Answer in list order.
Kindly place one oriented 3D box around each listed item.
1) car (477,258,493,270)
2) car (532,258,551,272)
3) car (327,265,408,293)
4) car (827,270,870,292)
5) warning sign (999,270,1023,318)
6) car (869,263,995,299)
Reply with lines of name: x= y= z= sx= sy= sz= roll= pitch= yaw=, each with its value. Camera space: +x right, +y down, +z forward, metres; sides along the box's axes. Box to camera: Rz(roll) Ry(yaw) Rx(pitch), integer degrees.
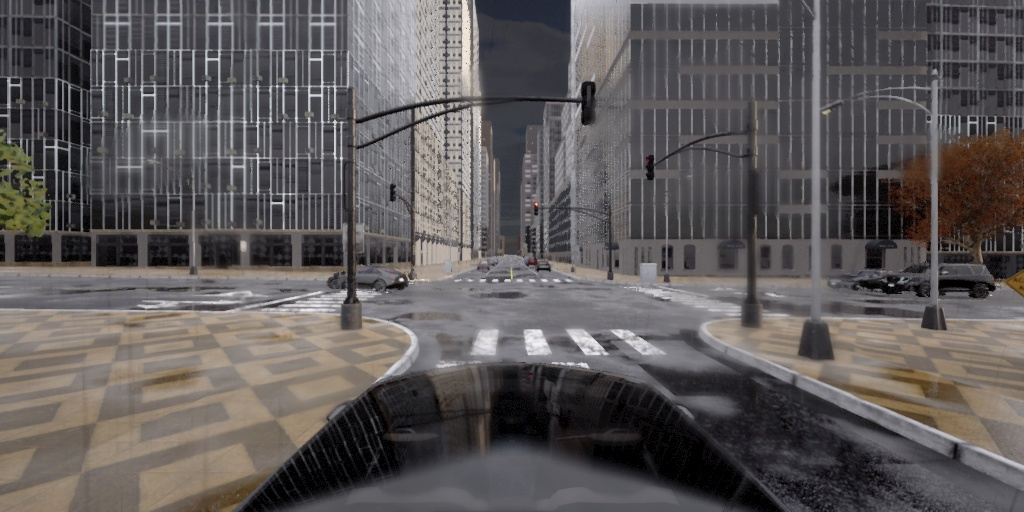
car: x=-4.028 y=1.330 z=51.190 sx=1.802 sy=1.307 sz=4.207 roll=0 pitch=0 yaw=0
car: x=3.925 y=1.318 z=45.698 sx=1.948 sy=1.339 sz=4.313 roll=0 pitch=0 yaw=0
car: x=-7.878 y=1.193 z=19.671 sx=4.181 sy=1.385 sz=1.994 roll=1 pitch=-1 yaw=15
car: x=24.759 y=1.704 z=24.956 sx=4.902 sy=1.511 sz=2.128 roll=1 pitch=0 yaw=-3
warning sign: x=17.274 y=1.202 z=11.896 sx=1.060 sy=1.860 sz=1.300 roll=0 pitch=0 yaw=-3
car: x=25.629 y=1.452 z=21.743 sx=5.566 sy=2.045 sz=2.150 roll=1 pitch=0 yaw=-3
